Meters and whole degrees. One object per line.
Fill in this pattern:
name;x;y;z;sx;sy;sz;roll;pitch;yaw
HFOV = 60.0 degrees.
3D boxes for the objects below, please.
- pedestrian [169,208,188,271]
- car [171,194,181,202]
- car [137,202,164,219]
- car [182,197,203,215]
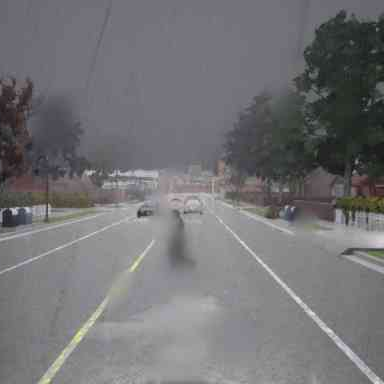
pedestrian;-0.378;1.293;9.289;0.375;1.860;0.375;0;0;0
car;-3.436;1.263;70.088;1.882;1.535;5.008;0;0;0
car;-3.574;1.556;29.030;1.994;1.385;4.181;0;0;0
car;0.125;1.509;33.813;1.812;1.442;4.674;0;0;0
